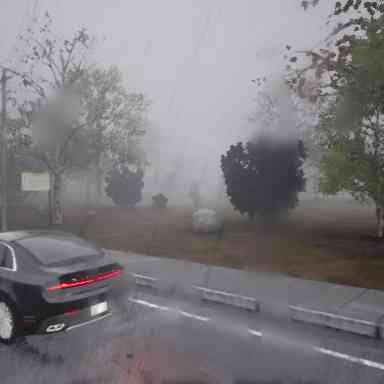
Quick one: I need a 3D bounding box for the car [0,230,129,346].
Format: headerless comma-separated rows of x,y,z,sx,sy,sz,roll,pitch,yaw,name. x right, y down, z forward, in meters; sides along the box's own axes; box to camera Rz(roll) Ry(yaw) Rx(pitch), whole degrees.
-3.358,1.500,6.403,4.892,1.490,1.837,0,0,36,car
